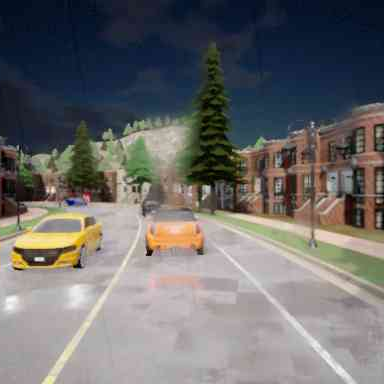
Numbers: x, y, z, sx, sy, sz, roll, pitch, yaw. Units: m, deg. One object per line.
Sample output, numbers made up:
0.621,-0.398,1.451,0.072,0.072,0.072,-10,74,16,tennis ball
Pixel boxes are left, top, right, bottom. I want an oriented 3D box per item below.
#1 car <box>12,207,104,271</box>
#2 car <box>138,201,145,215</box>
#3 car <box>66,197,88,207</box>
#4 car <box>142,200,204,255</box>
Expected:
-4.258,1.501,11.266,1.882,1.535,5.008,0,0,-5,car
-4.078,1.551,32.380,1.837,1.490,4.892,0,0,-15,car
-17.969,1.581,51.856,1.882,1.535,5.008,0,0,-41,car
-0.786,1.369,13.592,2.097,1.767,4.553,0,0,-6,car
